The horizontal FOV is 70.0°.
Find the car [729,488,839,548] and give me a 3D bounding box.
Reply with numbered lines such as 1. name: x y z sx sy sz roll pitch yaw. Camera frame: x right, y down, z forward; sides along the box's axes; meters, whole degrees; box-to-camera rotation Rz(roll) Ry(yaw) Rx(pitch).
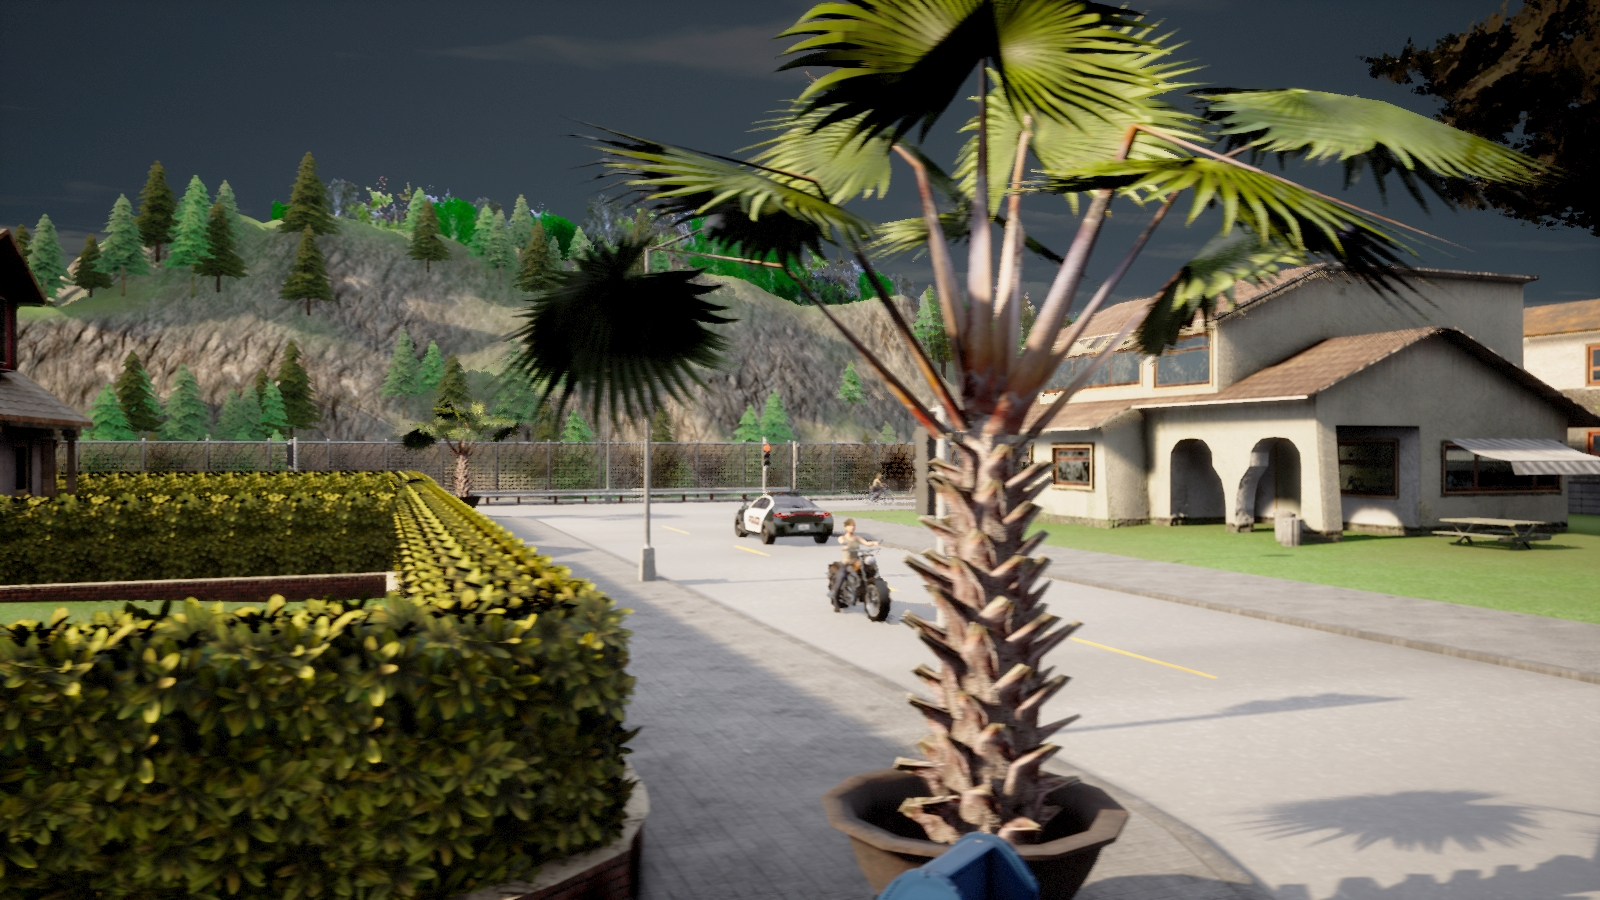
1. car: -0.603 2.036 35.445 2.038 1.542 4.974 0 0 -18

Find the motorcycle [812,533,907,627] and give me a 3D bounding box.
1. motorcycle: 0.975 2.154 19.414 0.764 1.307 2.356 0 0 -20

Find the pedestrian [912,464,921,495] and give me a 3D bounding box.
1. pedestrian: 6.955 1.741 68.127 0.375 1.860 0.375 0 0 -19

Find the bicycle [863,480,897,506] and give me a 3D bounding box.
1. bicycle: 4.060 2.155 57.998 1.487 1.276 0.859 0 0 -20
